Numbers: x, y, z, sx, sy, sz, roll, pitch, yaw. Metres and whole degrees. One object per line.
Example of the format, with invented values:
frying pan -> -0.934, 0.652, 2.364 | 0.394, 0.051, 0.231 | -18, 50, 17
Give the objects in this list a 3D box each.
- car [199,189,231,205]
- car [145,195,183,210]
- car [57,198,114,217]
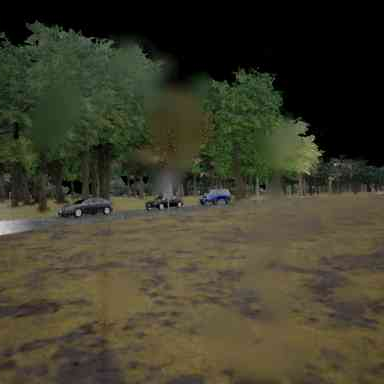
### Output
car -> 3.168, 0.648, 44.672 | 2.150, 2.045, 5.566 | -3, -1, 35
car -> -2.953, 1.064, 36.017 | 1.882, 1.535, 5.008 | -3, -1, 35
car -> -8.795, 1.252, 27.755 | 1.837, 1.490, 4.892 | -3, -1, 35
